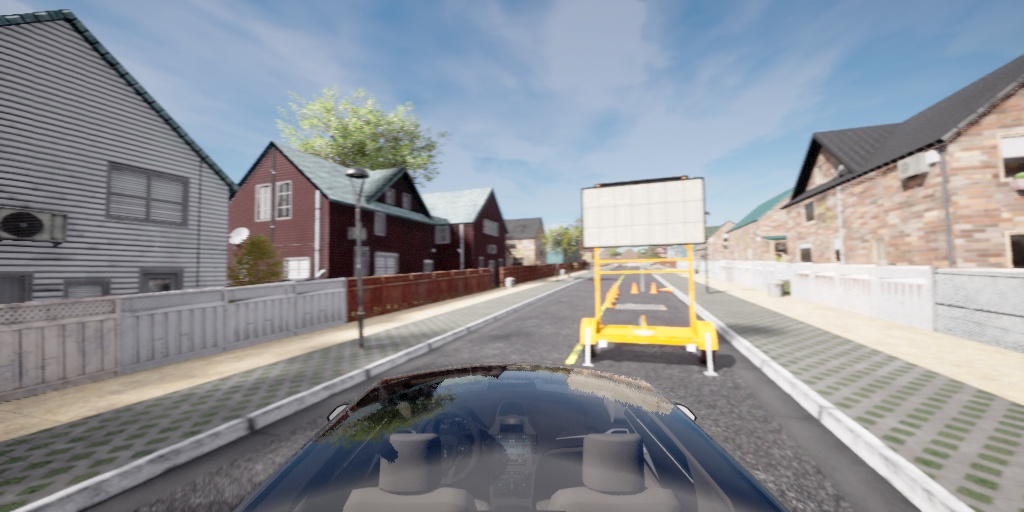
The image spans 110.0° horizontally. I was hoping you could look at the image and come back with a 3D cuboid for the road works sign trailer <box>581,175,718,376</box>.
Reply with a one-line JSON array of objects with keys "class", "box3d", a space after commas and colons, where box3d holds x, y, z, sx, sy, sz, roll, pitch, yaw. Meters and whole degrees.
[{"class": "road works sign trailer", "box3d": [2.792, 0.207, 7.547, 2.380, 3.560, 2.880, 0, 0, 19]}]
